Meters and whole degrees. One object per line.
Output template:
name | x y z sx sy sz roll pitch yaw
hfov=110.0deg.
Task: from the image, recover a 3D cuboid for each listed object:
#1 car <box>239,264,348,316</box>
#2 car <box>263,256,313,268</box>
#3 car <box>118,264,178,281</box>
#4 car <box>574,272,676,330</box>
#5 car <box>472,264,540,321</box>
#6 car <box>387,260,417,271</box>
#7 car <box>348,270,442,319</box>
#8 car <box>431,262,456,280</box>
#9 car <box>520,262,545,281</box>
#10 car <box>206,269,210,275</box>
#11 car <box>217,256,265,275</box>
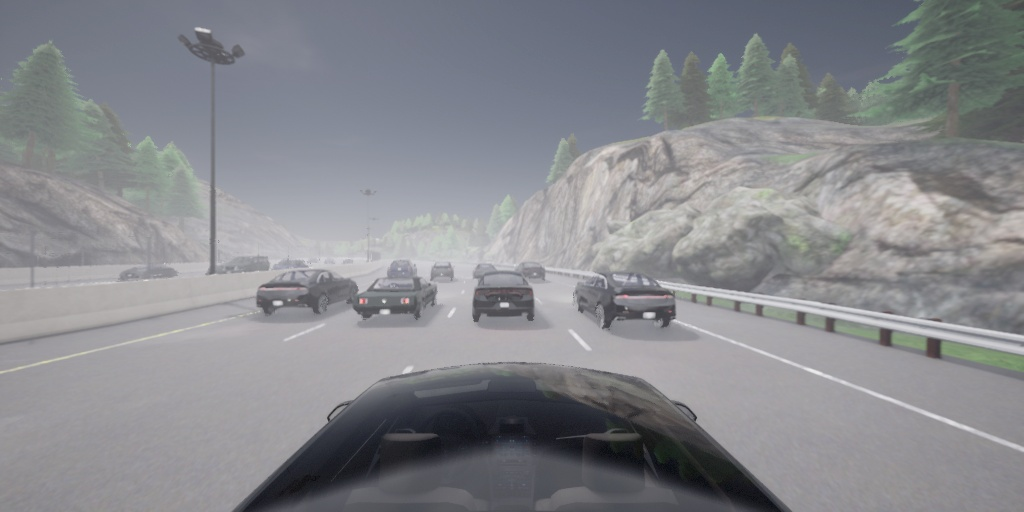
car | -7.440 1.248 13.554 2.128 1.511 4.902 0 0 -4
car | -20.799 1.122 33.525 2.097 1.767 4.553 0 0 -11
car | -30.923 1.356 30.626 1.994 1.385 4.181 0 0 -11
car | 3.228 1.229 11.156 2.128 1.511 4.902 0 0 -3
car | -0.351 1.221 12.537 1.882 1.535 5.008 0 0 -3
car | -9.606 1.101 31.634 2.097 1.767 4.553 0 0 -9
car | -3.854 1.351 12.735 1.895 1.301 4.718 0 0 -3
car | -5.877 1.234 30.513 2.128 1.511 4.902 0 0 -9
car | 1.379 1.206 29.454 1.882 1.535 5.008 0 0 -8
car | -28.504 1.331 36.423 2.033 1.411 5.357 0 0 -12
car | -24.184 0.998 32.713 2.150 2.045 5.566 0 0 -11
